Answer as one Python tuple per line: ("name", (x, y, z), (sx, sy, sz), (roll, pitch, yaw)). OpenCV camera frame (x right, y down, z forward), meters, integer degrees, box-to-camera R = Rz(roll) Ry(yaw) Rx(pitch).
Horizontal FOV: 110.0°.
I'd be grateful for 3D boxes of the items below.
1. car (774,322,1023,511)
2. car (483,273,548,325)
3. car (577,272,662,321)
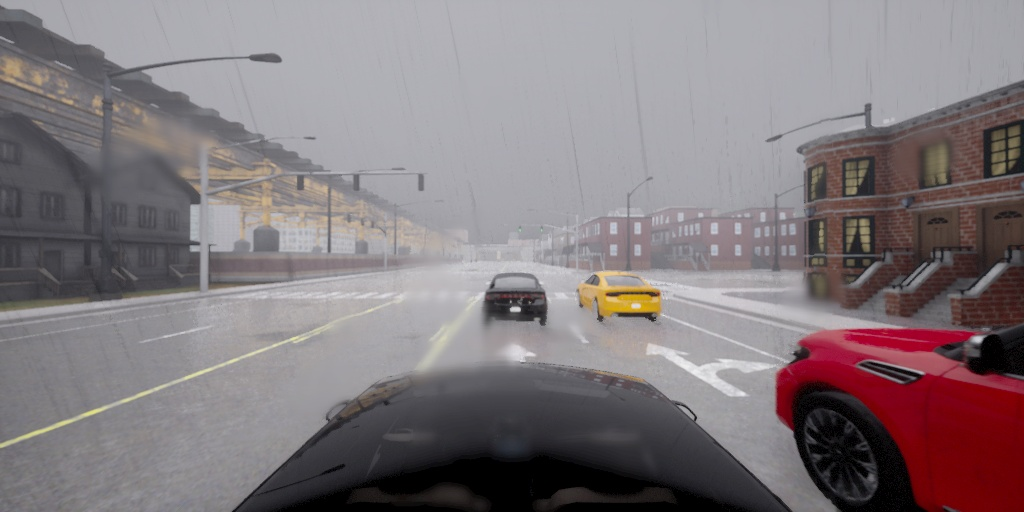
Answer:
("car", (3.597, 0.967, 1.073), (2.150, 2.045, 5.566), (0, 0, 0))
("car", (0.098, 1.296, 12.162), (1.882, 1.535, 5.008), (0, 0, 0))
("car", (3.612, 1.301, 12.877), (1.882, 1.535, 5.008), (0, 0, 0))
